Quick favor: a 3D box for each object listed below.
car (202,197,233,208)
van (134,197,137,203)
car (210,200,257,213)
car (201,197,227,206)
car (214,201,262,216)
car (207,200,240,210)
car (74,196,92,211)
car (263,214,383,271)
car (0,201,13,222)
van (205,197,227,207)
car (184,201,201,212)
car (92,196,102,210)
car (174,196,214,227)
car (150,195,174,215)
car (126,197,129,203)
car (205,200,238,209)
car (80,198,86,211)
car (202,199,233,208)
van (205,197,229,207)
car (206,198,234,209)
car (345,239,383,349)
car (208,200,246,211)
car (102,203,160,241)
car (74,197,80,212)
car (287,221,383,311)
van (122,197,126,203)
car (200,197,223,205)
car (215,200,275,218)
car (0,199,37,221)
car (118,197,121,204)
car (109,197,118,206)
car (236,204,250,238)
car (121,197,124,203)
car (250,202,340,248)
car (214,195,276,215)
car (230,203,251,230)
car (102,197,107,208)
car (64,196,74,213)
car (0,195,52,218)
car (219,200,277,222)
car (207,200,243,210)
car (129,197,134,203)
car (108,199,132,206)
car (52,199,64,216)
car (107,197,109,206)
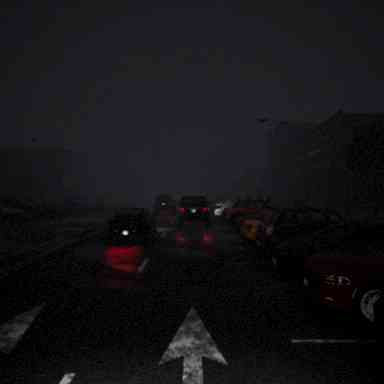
[{"bbox_3d":[4.683,1.900,61.941,5.566,2.045,2.435,0,-1,0],"label":"car"},{"bbox_3d":[-15.940,2.216,78.599,4.442,1.987,1.878,0,-1,0],"label":"van"},{"bbox_3d":[4.897,1.689,39.703,5.366,1.575,1.946,0,-1,0],"label":"car"},{"bbox_3d":[4.757,2.104,73.175,5.566,2.045,2.435,0,-1,0],"label":"car"},{"bbox_3d":[4.709,1.644,34.275,4.674,1.452,2.002,0,-1,0],"label":"car"},{"bbox_3d":[4.741,1.955,50.940,4.792,1.488,2.163,0,-1,0],"label":"car"},{"bbox_3d":[-15.787,1.633,42.750,4.553,1.767,2.185,0,-1,0],"label":"car"},{"bbox_3d":[4.681,1.516,9.278,4.792,1.488,2.163,0,0,0],"label":"car"},{"bbox_3d":[-15.717,1.561,23.463,4.674,1.452,2.002,0,0,0],"label":"car"},{"bbox_3d":[4.836,2.031,67.493,4.442,1.987,1.878,0,-1,0],"label":"van"},{"bbox_3d":[0.102,1.822,42.899,2.033,1.411,5.357,0,-1,0],"label":"car"},{"bbox_3d":[-15.790,1.565,45.507,5.566,2.045,2.435,0,-1,0],"label":"car"},{"bbox_3d":[0.102,1.256,23.236,2.150,2.045,5.566,0,0,0],"label":"car"},{"bbox_3d":[-2.898,1.377,36.522,2.150,2.045,5.566,0,-1,0],"label":"car"},{"bbox_3d":[-15.834,2.132,67.564,4.553,1.767,2.185,0,-1,0],"label":"car"},{"bbox_3d":[4.707,1.985,53.720,5.008,1.535,2.097,0,-1,0],"label":"car"},{"bbox_3d":[-15.780,1.737,39.990,4.792,1.488,2.163,0,-1,0],"label":"car"},{"bbox_3d":[4.527,2.095,59.154,5.366,1.575,1.946,0,-1,0],"label":"car"},{"bbox_3d":[4.831,1.981,64.840,4.442,1.987,1.878,0,-1,0],"label":"van"},{"bbox_3d":[4.744,1.917,56.500,4.553,1.767,2.185,0,-1,0],"label":"car"},{"bbox_3d":[4.704,1.483,3.719,4.892,1.521,2.231,0,0,0],"label":"car"},{"bbox_3d":[4.717,1.804,45.258,5.008,1.535,2.097,0,-1,0],"label":"car"},{"bbox_3d":[-2.900,1.522,16.876,1.837,1.490,4.892,0,0,0],"label":"car"},{"bbox_3d":[-15.740,1.657,37.239,5.008,1.535,2.097,0,-1,0],"label":"car"},{"bbox_3d":[4.716,1.483,6.499,5.008,1.535,2.097,0,0,0],"label":"car"},{"bbox_3d":[-15.681,1.981,64.809,4.442,1.987,1.878,0,-1,0],"label":"van"},{"bbox_3d":[4.780,2.236,81.511,5.566,2.045,2.435,0,-1,0],"label":"car"},{"bbox_3d":[4.897,1.568,31.502,5.366,1.575,1.946,0,-1,0],"label":"car"},{"bbox_3d":[-15.540,1.531,26.221,5.366,1.575,1.946,0,0,0],"label":"car"},{"bbox_3d":[-15.972,2.099,59.290,5.366,1.575,1.946,0,-1,0],"label":"car"},{"bbox_3d":[-15.967,2.043,56.531,5.366,1.575,1.946,0,-1,0],"label":"car"},{"bbox_3d":[4.896,1.491,14.711,5.366,1.575,1.946,0,0,0],"label":"car"},{"bbox_3d":[-15.790,2.195,62.045,4.674,1.452,2.002,0,-1,0],"label":"car"},{"bbox_3d":[4.683,1.365,12.049,4.553,1.767,2.185,0,0,0],"label":"car"},{"bbox_3d":[4.683,1.293,28.725,5.566,2.045,2.435,0,-1,0],"label":"car"},{"bbox_3d":[4.717,1.500,17.490,4.892,1.521,2.231,0,0,0],"label":"car"},{"bbox_3d":[-15.738,1.623,48.264,5.566,2.045,2.435,0,-1,0],"label":"car"},{"bbox_3d":[-15.712,1.367,34.486,5.566,2.045,2.435,0,-1,0],"label":"car"},{"bbox_3d":[-15.702,1.305,28.976,5.566,2.045,2.435,0,-1,0],"label":"car"},{"bbox_3d":[4.710,1.565,25.948,4.674,1.452,2.002,0,0,0],"label":"car"},{"bbox_3d":[4.718,1.867,48.162,4.892,1.521,2.231,0,-1,0],"label":"car"},{"bbox_3d":[-15.779,2.054,70.325,5.566,2.045,2.435,0,-1,0],"label":"car"},{"bbox_3d":[-15.784,2.383,73.077,4.792,1.488,2.163,0,-1,0],"label":"car"},{"bbox_3d":[-15.707,1.331,31.733,5.566,2.045,2.435,0,-1,0],"label":"car"},{"bbox_3d":[-15.740,1.807,51.019,4.553,1.767,2.185,0,-1,0],"label":"car"}]
